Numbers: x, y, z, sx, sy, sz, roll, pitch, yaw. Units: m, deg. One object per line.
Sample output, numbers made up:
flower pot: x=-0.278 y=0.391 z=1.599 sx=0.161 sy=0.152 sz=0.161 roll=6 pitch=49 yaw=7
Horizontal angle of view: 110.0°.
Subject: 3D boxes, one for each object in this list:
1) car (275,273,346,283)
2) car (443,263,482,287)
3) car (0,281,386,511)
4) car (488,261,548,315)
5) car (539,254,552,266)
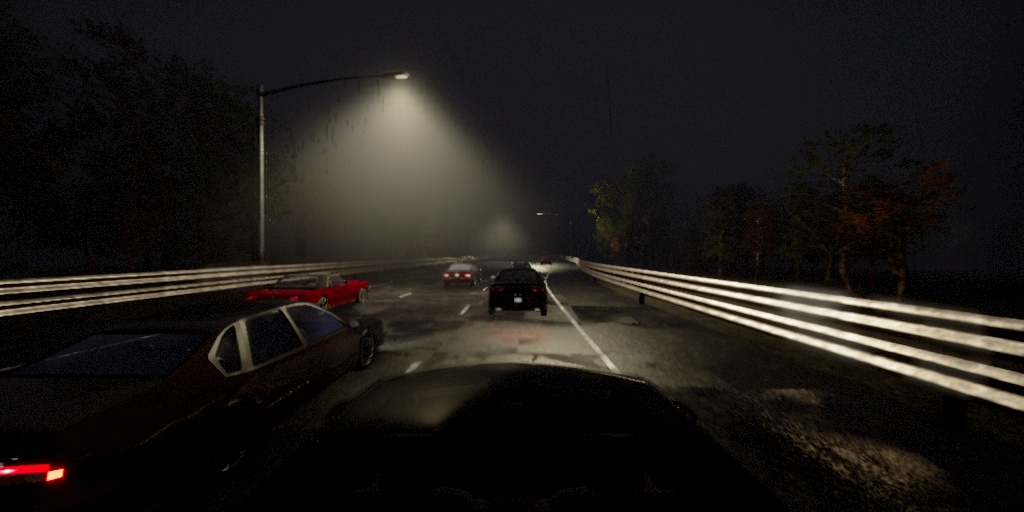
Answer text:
car: x=-6.798 y=1.258 z=12.592 sx=1.895 sy=1.301 sz=4.718 roll=0 pitch=0 yaw=1
car: x=-3.072 y=1.127 z=22.952 sx=2.033 sy=1.411 sz=5.357 roll=0 pitch=0 yaw=2
car: x=-3.384 y=1.272 z=4.539 sx=2.033 sy=1.411 sz=5.357 roll=0 pitch=0 yaw=0
car: x=0.216 y=1.136 z=13.140 sx=1.882 sy=1.535 sz=5.008 roll=0 pitch=0 yaw=1
car: x=5.632 y=0.870 z=59.370 sx=2.033 sy=1.411 sz=5.357 roll=0 pitch=0 yaw=5
